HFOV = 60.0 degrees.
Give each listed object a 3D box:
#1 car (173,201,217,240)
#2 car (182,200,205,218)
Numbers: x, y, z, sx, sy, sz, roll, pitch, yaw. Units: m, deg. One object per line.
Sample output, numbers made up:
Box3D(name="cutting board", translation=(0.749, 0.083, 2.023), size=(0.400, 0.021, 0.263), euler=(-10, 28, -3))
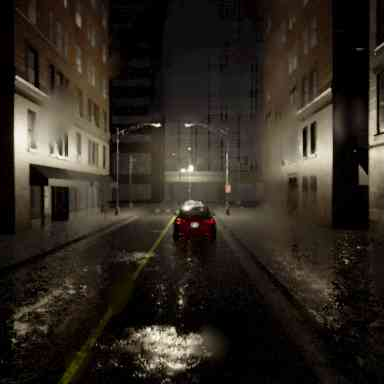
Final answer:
Box3D(name="car", translation=(0.123, 1.412, 16.326), size=(2.163, 1.488, 4.792), euler=(0, 0, 0))
Box3D(name="car", translation=(0.119, 1.446, 28.923), size=(1.895, 1.301, 4.718), euler=(0, 0, 0))
